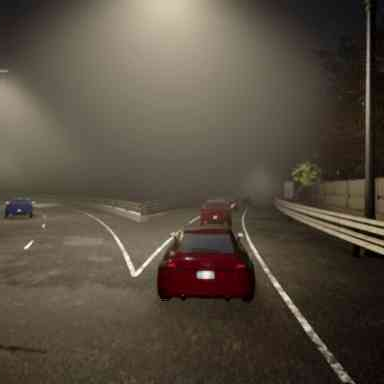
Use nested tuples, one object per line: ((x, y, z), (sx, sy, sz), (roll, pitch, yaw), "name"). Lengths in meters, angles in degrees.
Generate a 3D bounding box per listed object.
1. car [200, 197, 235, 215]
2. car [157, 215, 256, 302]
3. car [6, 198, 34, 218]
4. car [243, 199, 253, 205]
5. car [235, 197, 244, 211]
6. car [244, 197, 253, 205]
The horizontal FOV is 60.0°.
((1.657, 1.283, 21.757), (1.882, 1.535, 5.008), (0, 1, 7), "car")
((0.357, 1.489, 8.156), (1.994, 1.385, 4.181), (0, 0, 3), "car")
((-13.964, 1.213, 27.049), (1.882, 1.535, 5.008), (0, 1, -26), "car")
((12.282, 2.180, 72.583), (1.895, 1.301, 4.718), (0, -3, 14), "car")
((4.094, 1.235, 35.349), (2.033, 1.411, 5.357), (0, 1, 12), "car")
((10.628, 1.756, 65.734), (1.882, 1.535, 5.008), (0, -3, 14), "car")
